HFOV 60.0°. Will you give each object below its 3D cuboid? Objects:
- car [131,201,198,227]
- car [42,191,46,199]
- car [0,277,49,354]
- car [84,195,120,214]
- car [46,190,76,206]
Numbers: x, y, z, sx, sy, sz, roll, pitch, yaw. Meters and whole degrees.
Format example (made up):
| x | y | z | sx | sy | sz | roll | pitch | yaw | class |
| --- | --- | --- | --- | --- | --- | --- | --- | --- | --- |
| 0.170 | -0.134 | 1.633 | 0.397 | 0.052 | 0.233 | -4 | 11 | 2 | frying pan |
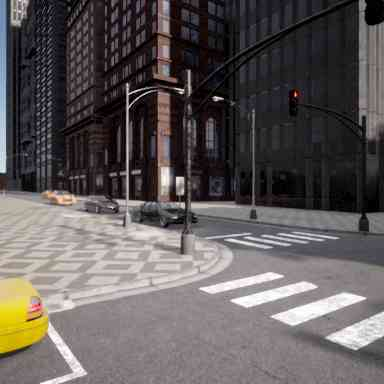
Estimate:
| x | y | z | sx | sy | sz | roll | pitch | yaw | class |
| --- | --- | --- | --- | --- | --- | --- | --- | --- | --- |
| -1.846 | 1.237 | 20.288 | 2.033 | 1.411 | 5.357 | 0 | 1 | -36 | car |
| -24.381 | 0.423 | 57.059 | 1.882 | 1.535 | 5.008 | 0 | 1 | -36 | car |
| -4.232 | 1.525 | 3.630 | 4.829 | 1.417 | 1.752 | 0 | 0 | -35 | car |
| -7.809 | 1.005 | 28.574 | 1.837 | 1.490 | 4.892 | 0 | 1 | -36 | car |
| -14.989 | 0.637 | 38.577 | 2.097 | 1.767 | 4.553 | 0 | 1 | -35 | car |
